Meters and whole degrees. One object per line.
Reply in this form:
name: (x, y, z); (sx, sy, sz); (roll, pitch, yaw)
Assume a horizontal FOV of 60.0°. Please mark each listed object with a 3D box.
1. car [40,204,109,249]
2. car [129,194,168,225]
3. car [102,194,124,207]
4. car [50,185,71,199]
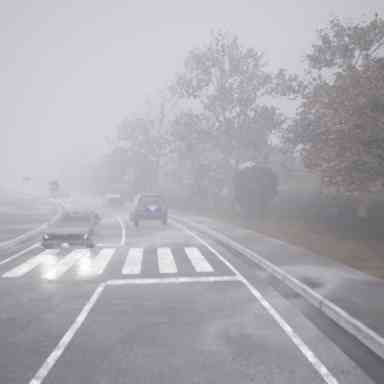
car: (-4.997, 1.499, 14.601); (2.033, 1.411, 5.357); (0, 0, -10)
car: (-3.105, 1.122, 23.143); (2.150, 2.045, 5.566); (1, 1, -15)
car: (-9.853, 0.948, 41.141); (1.882, 1.535, 5.008); (1, 1, -26)
car: (-20.970, -0.069, 52.801); (2.150, 2.045, 5.566); (2, 2, -35)
